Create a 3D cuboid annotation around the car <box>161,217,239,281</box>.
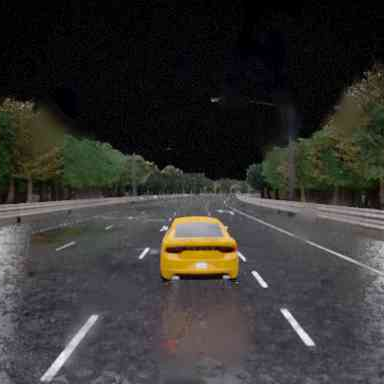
[{"bbox_3d":[0.132,1.466,9.859,1.882,1.535,5.008,0,0,-2],"label":"car"}]
